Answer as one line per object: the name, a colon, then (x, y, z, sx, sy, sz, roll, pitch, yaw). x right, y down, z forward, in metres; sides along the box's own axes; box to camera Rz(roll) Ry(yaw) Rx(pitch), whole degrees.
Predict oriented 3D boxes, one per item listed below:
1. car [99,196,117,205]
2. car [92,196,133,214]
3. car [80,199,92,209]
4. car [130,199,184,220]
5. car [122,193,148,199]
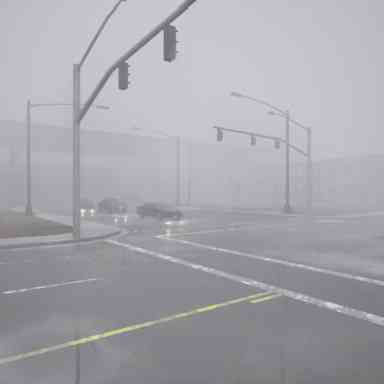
car: (-14.992, 1.526, 59.810, 1.812, 1.442, 4.674, 0, 0, 3)
car: (-8.759, 1.491, 36.239, 2.128, 1.511, 4.902, 0, 0, -36)
car: (-14.467, 1.564, 44.388, 1.994, 1.385, 4.181, 0, 0, -32)
car: (-2.887, 1.547, 28.251, 2.033, 1.411, 5.357, 0, 0, -36)
car: (-12.303, 1.223, 69.377, 2.150, 2.045, 5.566, 0, 0, 29)
